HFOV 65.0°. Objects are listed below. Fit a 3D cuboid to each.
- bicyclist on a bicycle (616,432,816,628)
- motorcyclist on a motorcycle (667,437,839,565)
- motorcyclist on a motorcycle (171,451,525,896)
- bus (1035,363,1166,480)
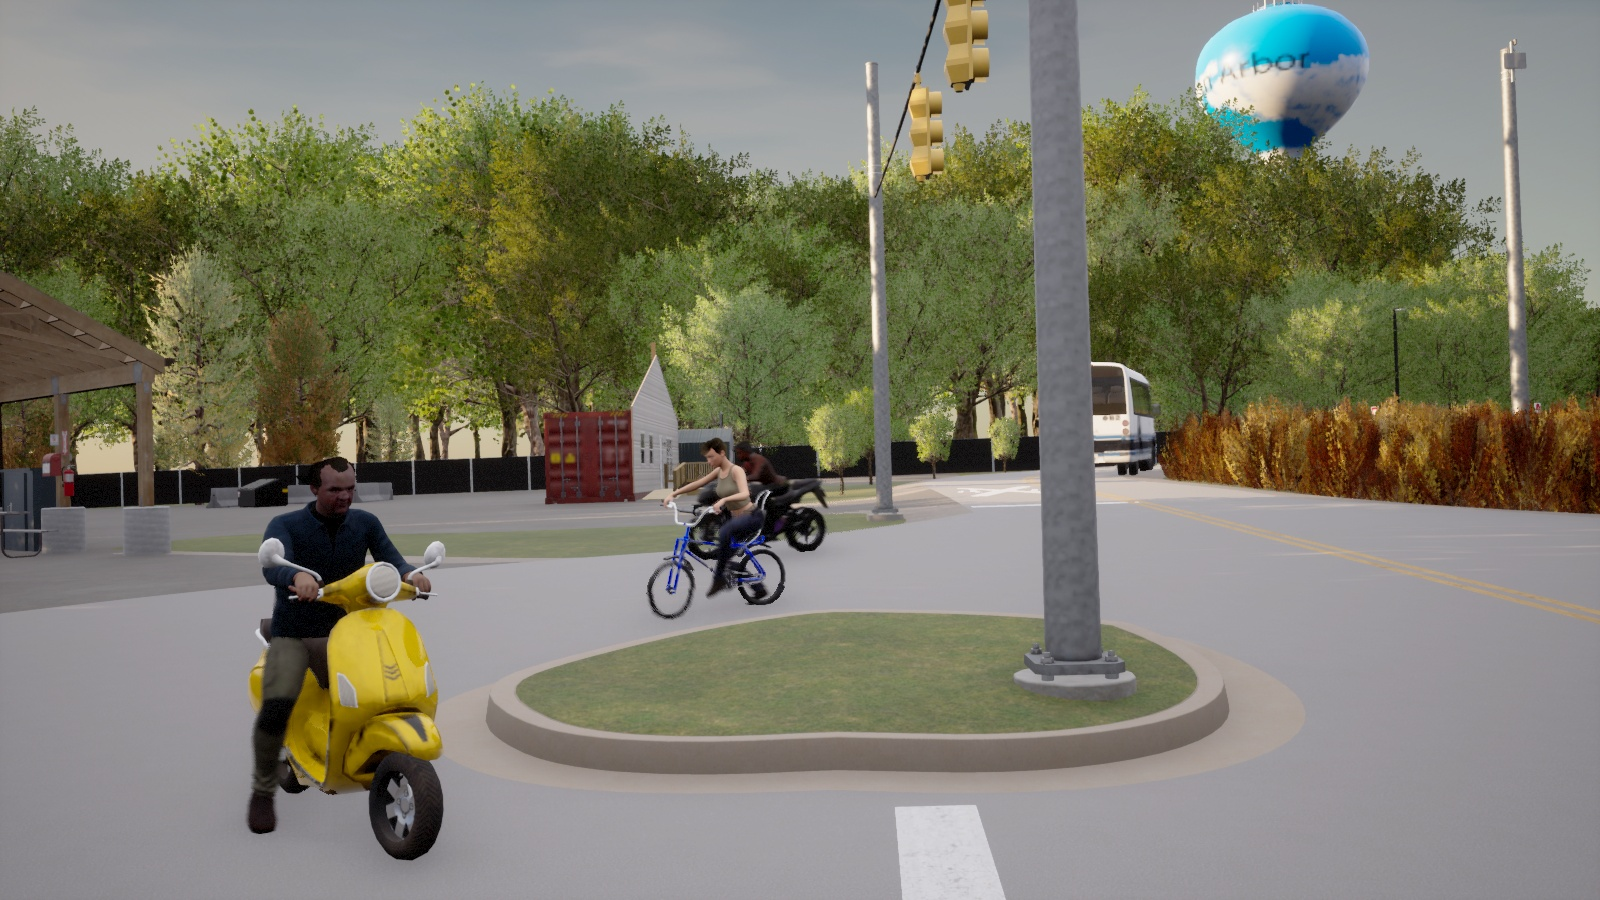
[{"bbox_3d":[-0.772,0.690,11.608,1.509,1.612,0.866,-4,2,-33],"label":"bicyclist on a bicycle"},{"bbox_3d":[-0.611,0.633,16.399,2.044,1.523,0.797,-2,0,-25],"label":"motorcyclist on a motorcycle"},{"bbox_3d":[-2.030,0.808,5.478,0.866,1.590,1.817,0,0,-40],"label":"motorcyclist on a motorcycle"},{"bbox_3d":[12.503,-1.062,51.351,3.944,4.253,10.273,-1,0,20],"label":"bus"}]
